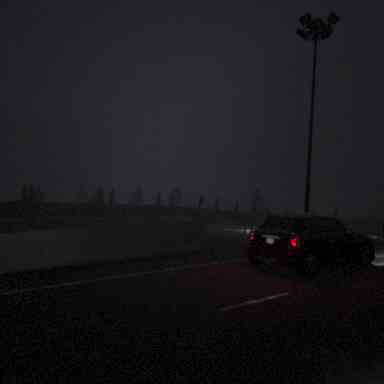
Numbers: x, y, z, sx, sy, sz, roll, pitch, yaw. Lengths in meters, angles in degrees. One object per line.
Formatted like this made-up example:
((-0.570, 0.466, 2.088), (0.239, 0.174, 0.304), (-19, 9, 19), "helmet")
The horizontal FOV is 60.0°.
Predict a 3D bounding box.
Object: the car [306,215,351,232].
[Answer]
((14.843, 3.443, 36.050), (4.902, 1.511, 2.128), (6, -4, -35), "car")

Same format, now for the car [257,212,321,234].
((7.875, 2.508, 26.796), (5.357, 1.411, 2.033), (6, -4, -35), "car")

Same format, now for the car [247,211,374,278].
((3.994, 1.521, 10.890), (4.553, 1.767, 2.097), (3, -2, -35), "car")
